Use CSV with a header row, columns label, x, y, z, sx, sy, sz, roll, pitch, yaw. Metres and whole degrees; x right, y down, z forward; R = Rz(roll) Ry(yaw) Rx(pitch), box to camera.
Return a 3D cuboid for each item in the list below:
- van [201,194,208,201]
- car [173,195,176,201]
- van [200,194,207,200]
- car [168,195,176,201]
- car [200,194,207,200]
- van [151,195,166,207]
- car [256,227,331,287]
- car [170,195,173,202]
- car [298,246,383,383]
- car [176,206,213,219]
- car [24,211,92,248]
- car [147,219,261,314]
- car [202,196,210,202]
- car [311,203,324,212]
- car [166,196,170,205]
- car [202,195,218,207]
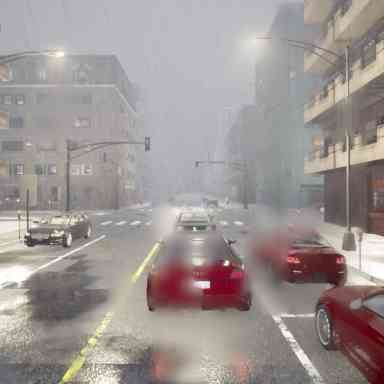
label,x,y,z,sx,sy,sz,roll,pitch,yaw
van,3.208,1.349,86.721,1.690,1.788,3.998,1,0,0
car,-5.264,1.575,75.471,1.947,1.339,4.313,1,0,0
van,3.252,1.350,92.391,1.690,1.788,3.998,1,0,0
car,-5.175,1.554,86.811,1.887,1.381,4.507,1,0,0
car,3.072,1.558,69.711,2.008,1.369,4.403,1,0,0
van,-5.512,1.349,52.796,1.690,1.788,3.998,1,0,0
car,2.680,1.584,9.001,1.802,1.307,4.206,1,0,0
car,-5.350,1.448,64.129,1.967,1.590,4.097,1,0,0
car,2.672,1.583,3.330,1.802,1.307,4.206,1,0,0
car,0.125,1.604,16.544,1.895,1.301,4.718,0,0,0
car,-5.749,1.554,14.751,2.008,1.369,4.403,1,0,0
car,0.117,1.566,7.726,1.994,1.385,4.181,0,0,-1
car,3.116,1.590,75.381,1.802,1.307,4.206,1,0,0
car,15.599,1.518,36.878,4.507,1.381,1.887,0,-1,1
car,-5.396,1.574,58.459,1.947,1.339,4.313,1,0,0
car,3.035,1.558,51.123,2.008,1.369,4.403,1,0,0
